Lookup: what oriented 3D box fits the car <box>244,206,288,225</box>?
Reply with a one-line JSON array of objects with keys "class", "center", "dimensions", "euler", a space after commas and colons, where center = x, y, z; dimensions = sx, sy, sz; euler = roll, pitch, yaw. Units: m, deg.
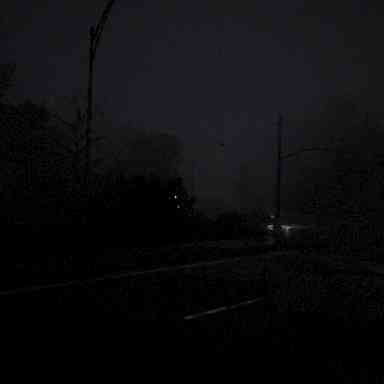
[{"class": "car", "center": [6.306, 1.986, 28.952], "dimensions": [1.812, 1.442, 4.674], "euler": [2, -1, -24]}]
